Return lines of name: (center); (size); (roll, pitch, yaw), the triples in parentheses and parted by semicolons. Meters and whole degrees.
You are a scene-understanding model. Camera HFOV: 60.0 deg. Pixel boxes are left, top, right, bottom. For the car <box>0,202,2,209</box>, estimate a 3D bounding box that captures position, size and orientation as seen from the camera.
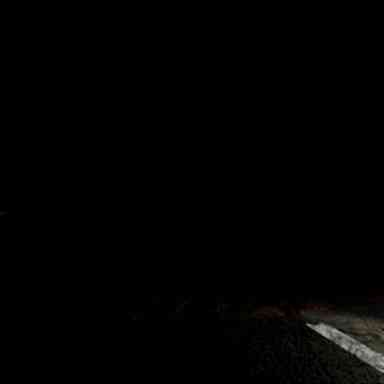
car: (-29.415, 1.741, 48.842); (1.837, 1.490, 4.892); (1, -1, -18)
